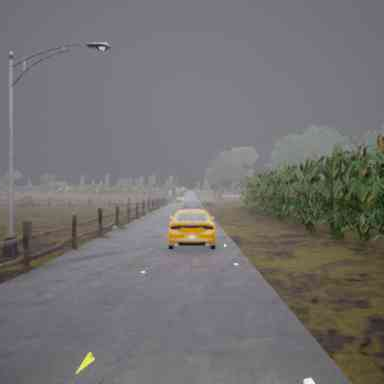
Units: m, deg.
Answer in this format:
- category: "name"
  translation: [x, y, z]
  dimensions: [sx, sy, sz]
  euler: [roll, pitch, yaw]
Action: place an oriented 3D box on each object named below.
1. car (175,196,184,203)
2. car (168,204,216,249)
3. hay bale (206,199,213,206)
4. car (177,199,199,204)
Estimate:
- category: "car"
  translation: [-2.750, 1.684, 75.952]
  dimensions: [1.882, 1.535, 5.008]
  euler: [0, 0, 0]
- category: "car"
  translation: [0.000, 1.502, 14.654]
  dimensions: [1.882, 1.535, 5.008]
  euler: [0, 0, 0]
- category: "hay bale"
  translation: [3.114, 1.849, 59.952]
  dimensions: [1.220, 1.180, 1.240]
  euler: [-1, -1, 0]
- category: "car"
  translation: [0.000, 1.624, 29.658]
  dimensions: [2.033, 1.411, 5.357]
  euler: [0, 0, 0]
